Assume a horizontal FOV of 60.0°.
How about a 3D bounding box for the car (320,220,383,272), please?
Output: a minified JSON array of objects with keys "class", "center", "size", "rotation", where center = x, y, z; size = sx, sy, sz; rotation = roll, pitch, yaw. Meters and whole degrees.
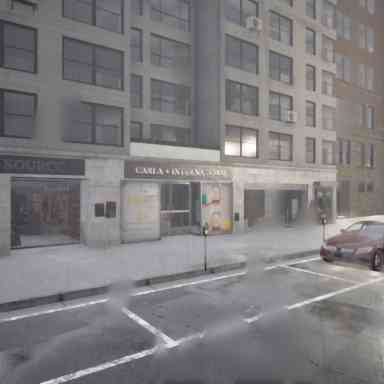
[{"class":"car","center":[5.907,1.582,10.778],"size":[4.206,1.307,1.802],"rotation":[0,0,-36]}]
